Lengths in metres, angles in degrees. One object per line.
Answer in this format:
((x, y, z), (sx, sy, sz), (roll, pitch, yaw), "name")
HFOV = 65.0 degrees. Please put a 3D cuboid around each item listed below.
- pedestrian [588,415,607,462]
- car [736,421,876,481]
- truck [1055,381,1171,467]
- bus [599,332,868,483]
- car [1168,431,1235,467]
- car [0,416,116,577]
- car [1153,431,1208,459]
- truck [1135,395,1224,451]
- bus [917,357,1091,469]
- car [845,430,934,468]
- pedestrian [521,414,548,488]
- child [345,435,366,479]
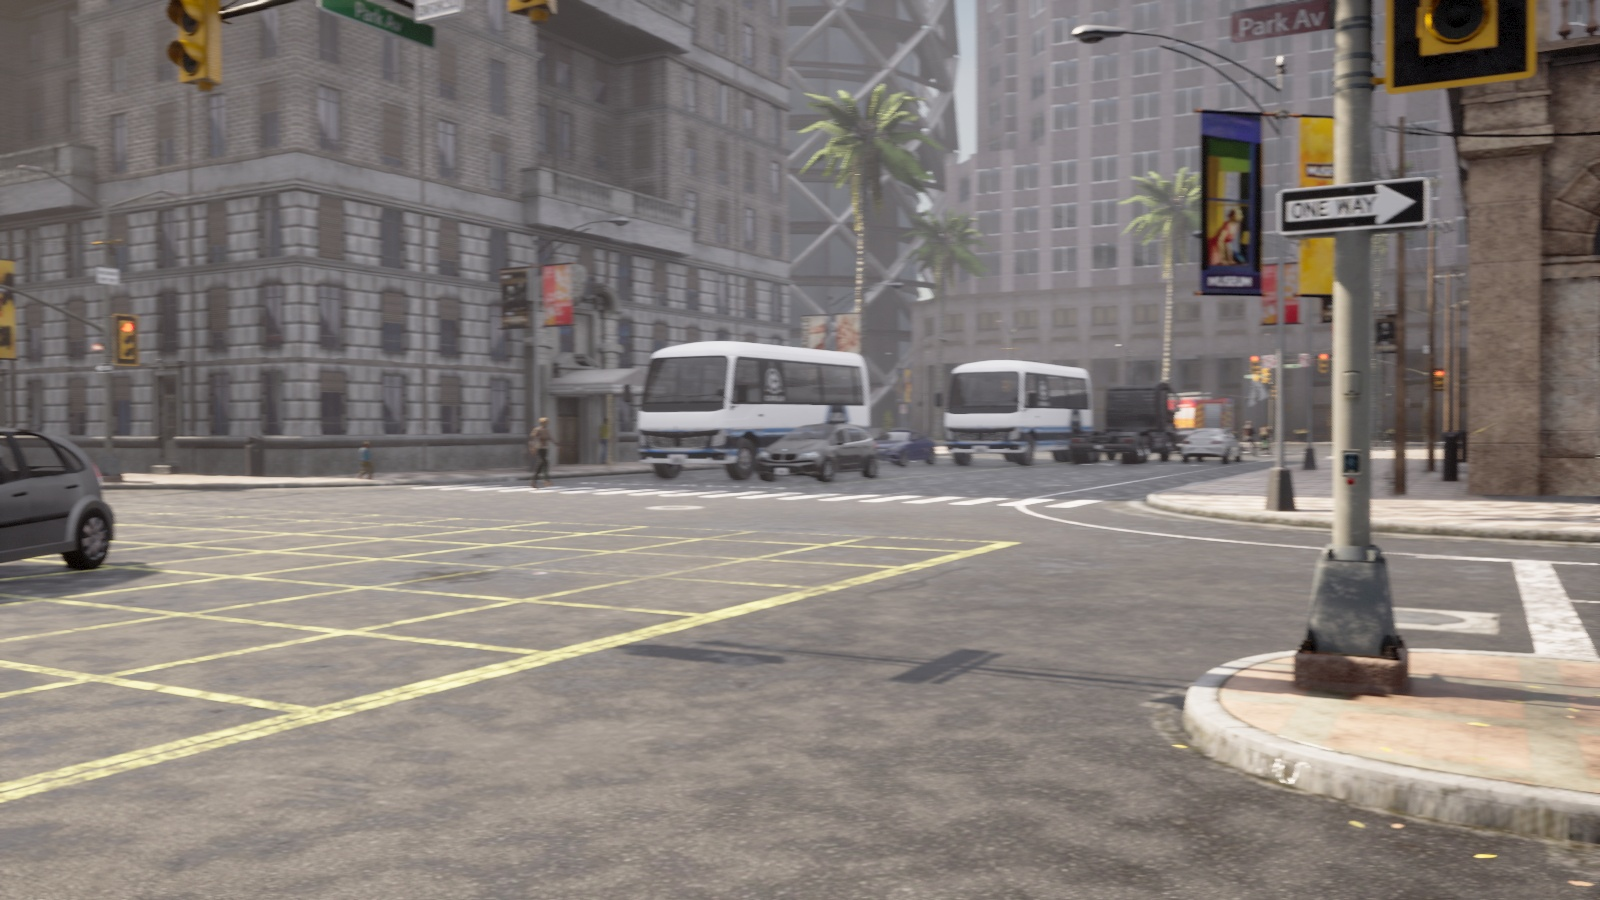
((-7.980, -0.442, 49.404), (0.354, 1.836, 0.706), (1, 1, 34), "pedestrian")
((0.270, -0.010, 37.322), (2.242, 1.667, 4.611), (1, 1, 28), "car")
((13.725, -1.111, 54.511), (2.891, 3.462, 7.936), (1, 1, 29), "truck")
((-1.779, -1.301, 40.858), (3.944, 4.253, 10.273), (1, 1, 29), "bus")
((17.143, -0.074, 53.478), (1.812, 1.442, 4.674), (1, 1, 29), "car")
((-8.977, 0.463, 12.822), (1.851, 1.617, 3.988), (0, 1, -1), "car")
((19.944, -0.289, 65.710), (1.812, 1.442, 4.674), (1, 1, 29), "car")
((26.964, -1.897, 89.719), (2.891, 3.827, 8.468), (0, 1, -7), "truck")
((8.815, -1.490, 52.876), (3.944, 4.253, 10.273), (1, 1, 29), "bus")
((3.673, -0.065, 50.845), (1.812, 1.442, 4.674), (1, 1, 29), "car")
((-6.722, 0.012, 31.792), (0.634, 1.846, 0.331), (1, 1, 36), "pedestrian")
((-12.373, 0.189, 34.948), (0.448, 1.192, 0.343), (1, 1, 18), "child")
